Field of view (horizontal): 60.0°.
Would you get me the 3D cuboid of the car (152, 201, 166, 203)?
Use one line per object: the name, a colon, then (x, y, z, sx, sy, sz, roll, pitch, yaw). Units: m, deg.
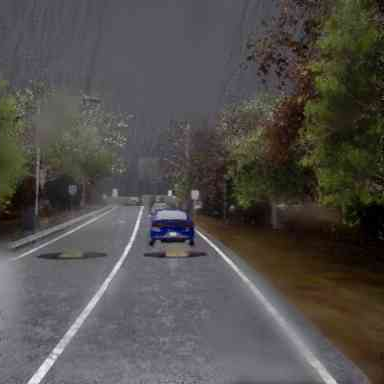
car: (-2.992, 1.544, 30.317, 2.033, 1.411, 5.357, 1, 0, -8)

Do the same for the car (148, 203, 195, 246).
car: (-1.012, 1.483, 15.360, 1.882, 1.535, 5.008, 0, 0, -7)

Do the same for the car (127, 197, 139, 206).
car: (-10.677, 1.728, 60.694, 2.097, 1.767, 4.553, 1, -3, -8)
